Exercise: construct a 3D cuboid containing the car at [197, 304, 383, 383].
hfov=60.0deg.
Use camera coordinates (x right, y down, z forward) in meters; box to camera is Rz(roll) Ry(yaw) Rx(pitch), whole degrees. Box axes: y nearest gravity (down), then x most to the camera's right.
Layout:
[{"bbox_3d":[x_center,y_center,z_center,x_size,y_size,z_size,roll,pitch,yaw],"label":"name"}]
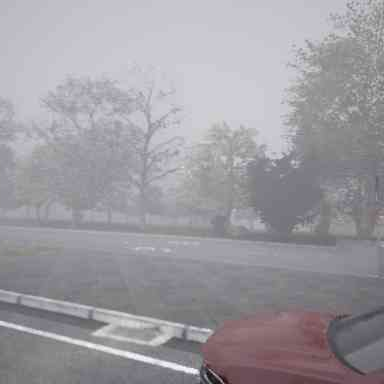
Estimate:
[{"bbox_3d":[2.474,1.679,2.771,5.008,1.535,1.882,1,-2,24],"label":"car"}]
